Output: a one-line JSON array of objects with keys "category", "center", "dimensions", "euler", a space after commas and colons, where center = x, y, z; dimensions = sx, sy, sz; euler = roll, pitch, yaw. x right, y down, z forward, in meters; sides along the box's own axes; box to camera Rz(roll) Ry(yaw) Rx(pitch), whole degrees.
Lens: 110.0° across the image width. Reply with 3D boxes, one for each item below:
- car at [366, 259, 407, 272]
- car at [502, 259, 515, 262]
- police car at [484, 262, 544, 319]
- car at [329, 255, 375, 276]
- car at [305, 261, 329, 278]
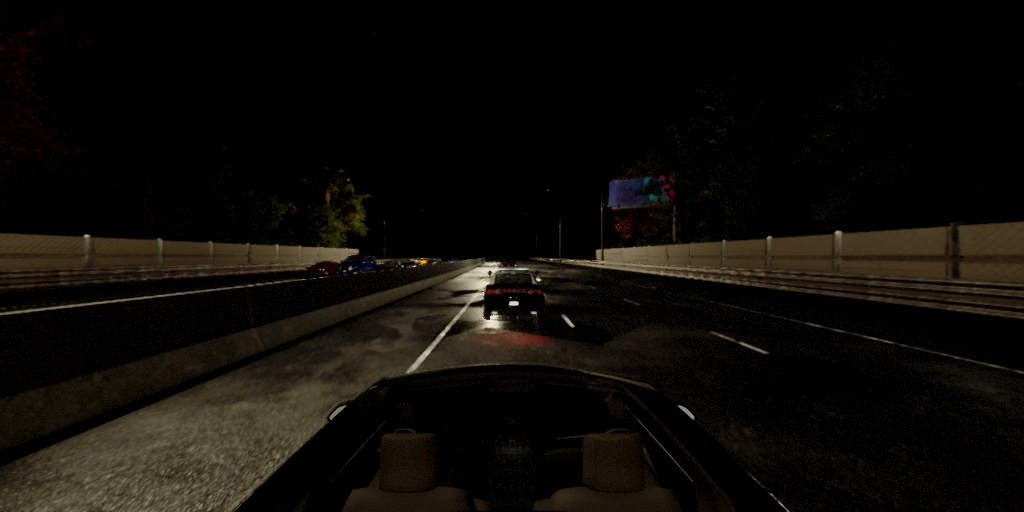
[{"category": "car", "center": [-10.884, 1.242, 32.274], "dimensions": [2.128, 1.511, 4.902], "euler": [0, 0, -1]}, {"category": "car", "center": [-0.407, 1.096, 42.838], "dimensions": [2.097, 1.767, 4.553], "euler": [0, 0, -1]}, {"category": "police car", "center": [0.049, 1.175, 13.015], "dimensions": [1.930, 1.638, 5.238], "euler": [0, 0, 0]}, {"category": "car", "center": [-14.408, 0.971, 33.525], "dimensions": [2.150, 2.045, 5.566], "euler": [0, 0, -1]}, {"category": "car", "center": [-17.926, 1.230, 34.535], "dimensions": [1.882, 1.535, 5.008], "euler": [0, 0, -1]}]
